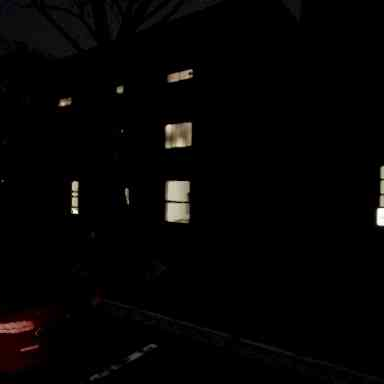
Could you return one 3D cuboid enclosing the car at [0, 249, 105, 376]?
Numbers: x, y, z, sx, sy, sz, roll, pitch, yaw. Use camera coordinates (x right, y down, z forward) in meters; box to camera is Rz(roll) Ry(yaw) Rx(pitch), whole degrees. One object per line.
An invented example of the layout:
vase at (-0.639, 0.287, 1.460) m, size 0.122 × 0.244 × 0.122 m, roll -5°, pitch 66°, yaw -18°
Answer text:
car at (-3.108, 1.551, 5.089) m, size 4.206 × 1.307 × 1.802 m, roll 0°, pitch 1°, yaw 35°
